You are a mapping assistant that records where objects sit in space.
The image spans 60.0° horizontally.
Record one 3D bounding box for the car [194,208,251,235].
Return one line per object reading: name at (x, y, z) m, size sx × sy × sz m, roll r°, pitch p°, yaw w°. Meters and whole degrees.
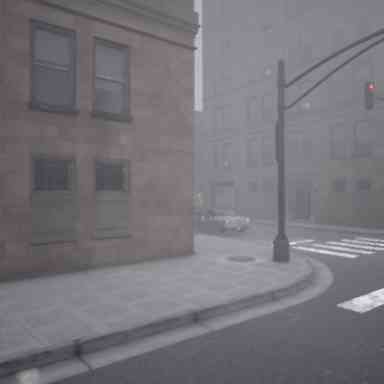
car at (1.129, 1.568, 18.889) m, size 1.895 × 1.301 × 4.718 m, roll 0°, pitch 0°, yaw -36°
